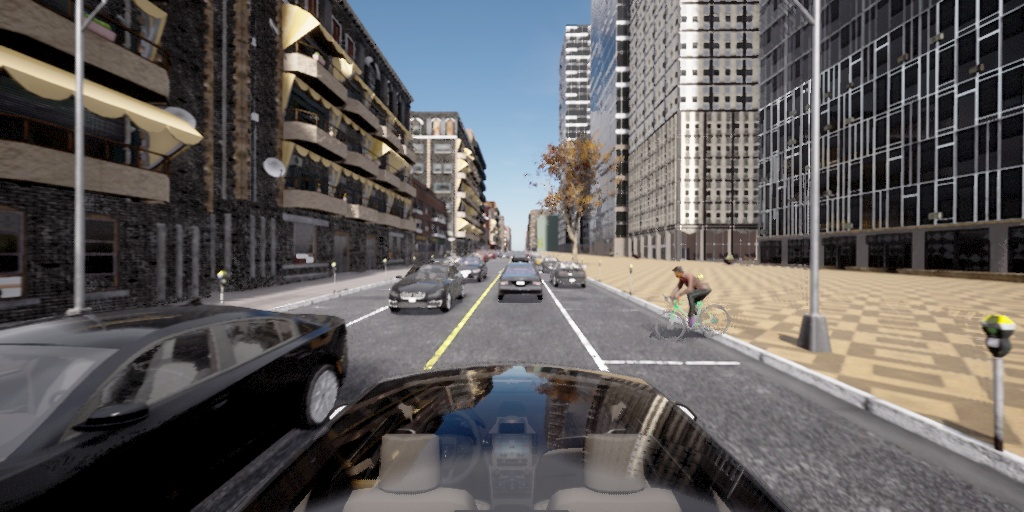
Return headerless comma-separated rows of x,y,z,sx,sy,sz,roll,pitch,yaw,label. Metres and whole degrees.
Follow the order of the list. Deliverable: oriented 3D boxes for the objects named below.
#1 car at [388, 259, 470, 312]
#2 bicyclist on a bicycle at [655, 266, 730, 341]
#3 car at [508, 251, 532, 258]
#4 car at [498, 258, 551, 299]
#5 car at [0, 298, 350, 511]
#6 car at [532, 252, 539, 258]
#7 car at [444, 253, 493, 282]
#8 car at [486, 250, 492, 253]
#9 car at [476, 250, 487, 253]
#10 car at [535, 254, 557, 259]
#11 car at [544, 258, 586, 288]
-2.885,1.016,12.986,1.837,1.490,4.892,0,1,1,car
3.881,1.017,7.839,1.656,1.620,0.582,-8,1,1,bicyclist on a bicycle
0.892,0.463,39.994,1.882,1.535,5.008,0,1,1,car
0.366,1.013,15.917,2.033,1.411,5.357,0,1,1,car
-3.108,1.195,2.681,1.882,1.535,5.008,0,1,1,car
3.536,0.474,42.581,1.751,1.417,4.829,0,0,1,car
-2.657,0.800,23.097,2.128,1.511,4.902,0,1,1,car
-4.608,0.004,53.726,2.192,1.841,5.009,0,0,1,car
-4.731,0.325,47.988,1.751,1.417,4.829,0,0,1,car
3.294,0.720,31.276,2.007,1.370,4.403,0,0,1,car
3.056,0.942,20.141,2.007,1.370,4.403,0,0,1,car
